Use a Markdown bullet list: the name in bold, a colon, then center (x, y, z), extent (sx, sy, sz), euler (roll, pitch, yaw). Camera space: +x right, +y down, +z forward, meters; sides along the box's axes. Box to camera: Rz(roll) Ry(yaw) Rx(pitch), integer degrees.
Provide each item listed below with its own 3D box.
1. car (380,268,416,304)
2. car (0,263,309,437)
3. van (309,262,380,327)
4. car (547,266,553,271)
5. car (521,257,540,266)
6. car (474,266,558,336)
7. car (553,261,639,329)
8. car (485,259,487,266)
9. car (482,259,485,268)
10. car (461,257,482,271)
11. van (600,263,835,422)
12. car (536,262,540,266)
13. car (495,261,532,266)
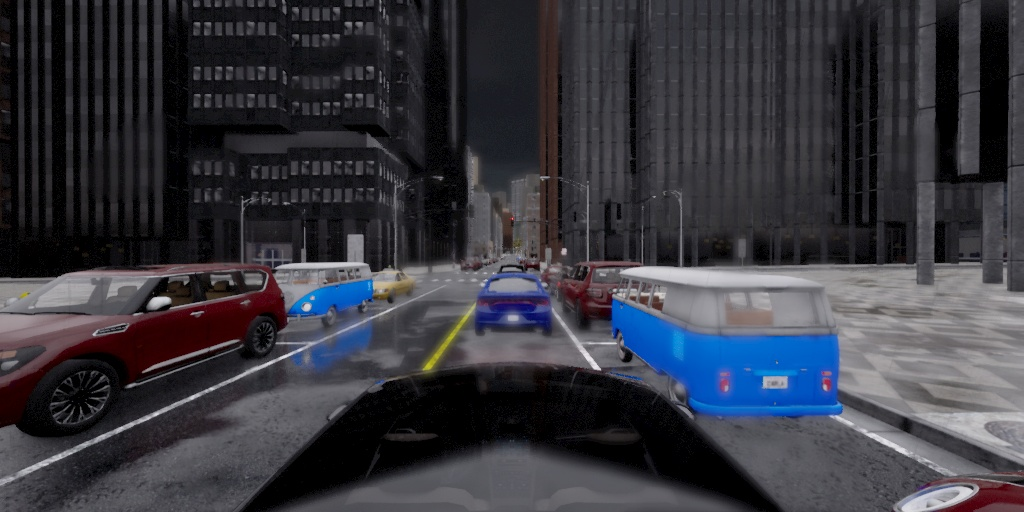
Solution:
- **car**: center (-5.763, 1.275, 16.505), extent (1.751, 1.417, 4.829), euler (0, 0, 0)
- **car**: center (-5.765, 1.064, 5.626), extent (2.192, 1.841, 5.009), euler (0, 0, 0)
- **van**: center (-5.764, 1.090, 11.151), extent (1.690, 1.789, 3.998), euler (0, 0, 0)
- **car**: center (2.764, 1.301, 16.663), extent (2.007, 1.370, 4.403), euler (0, 0, 0)
- **car**: center (2.763, 1.083, 49.229), extent (2.192, 1.841, 5.009), euler (0, 0, 0)
- **car**: center (0.058, 1.227, 10.426), extent (1.882, 1.535, 5.008), euler (0, 0, 1)
- **car**: center (2.766, 1.064, 11.138), extent (2.192, 1.841, 5.009), euler (0, 0, 0)
- **car**: center (-5.762, 1.346, 60.525), extent (1.948, 1.339, 4.313), euler (0, 0, 0)
- **car**: center (-5.762, 1.088, 54.882), extent (2.192, 1.841, 5.009), euler (0, 0, 0)
- **car**: center (-5.762, 1.083, 49.239), extent (2.192, 1.841, 5.009), euler (0, 0, 0)
- **van**: center (2.767, 1.090, 5.612), extent (1.690, 1.789, 3.998), euler (0, 0, 0)
- **car**: center (2.763, 1.296, 22.189), extent (1.888, 1.381, 4.507), euler (0, 0, 0)
- **car**: center (0.001, 1.256, 20.797), extent (1.837, 1.490, 4.892), euler (0, 0, 0)
